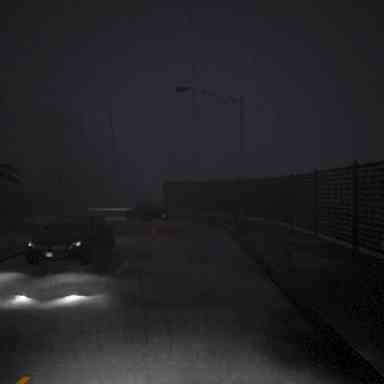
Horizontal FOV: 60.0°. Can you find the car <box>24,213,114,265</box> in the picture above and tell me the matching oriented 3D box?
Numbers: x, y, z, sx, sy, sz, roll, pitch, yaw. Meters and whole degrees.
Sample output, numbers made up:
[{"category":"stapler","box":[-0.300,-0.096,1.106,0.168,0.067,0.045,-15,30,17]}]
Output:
[{"category":"car","box":[-4.046,1.513,11.796,1.812,1.442,4.674,0,0,1]}]

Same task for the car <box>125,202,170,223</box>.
[{"category":"car","box":[-3.412,1.501,25.579,1.812,1.442,4.674,1,0,-37]}]
